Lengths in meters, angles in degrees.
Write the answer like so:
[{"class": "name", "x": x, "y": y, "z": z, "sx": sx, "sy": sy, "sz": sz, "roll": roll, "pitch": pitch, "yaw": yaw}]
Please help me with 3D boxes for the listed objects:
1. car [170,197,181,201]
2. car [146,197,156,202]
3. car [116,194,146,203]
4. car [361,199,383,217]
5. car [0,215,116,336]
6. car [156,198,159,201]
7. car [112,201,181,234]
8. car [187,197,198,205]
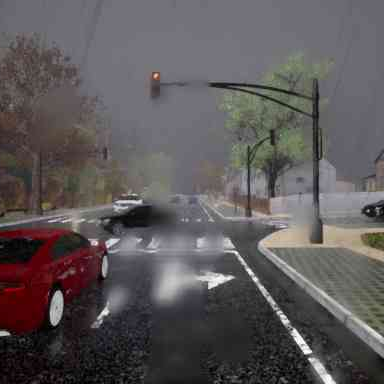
[{"class": "car", "x": -3.105, "y": 1.605, "z": 62.269, "sx": 2.033, "sy": 1.411, "sz": 5.357, "roll": 0, "pitch": 0, "yaw": 0}, {"class": "car", "x": -6.564, "y": 1.524, "z": 45.212, "sx": 2.128, "sy": 1.511, "sz": 4.902, "roll": 0, "pitch": 0, "yaw": 0}, {"class": "car", "x": -6.574, "y": 1.243, "z": 34.869, "sx": 2.150, "sy": 2.045, "sz": 5.566, "roll": 0, "pitch": 0, "yaw": 0}, {"class": "car", "x": 13.807, "y": 1.017, "z": 22.549, "sx": 4.181, "sy": 1.385, "sz": 1.994, "roll": -2, "pitch": -1, "yaw": -6}, {"class": "car", "x": -3.145, "y": 1.480, "z": 6.878, "sx": 1.882, "sy": 1.535, "sz": 5.008, "roll": 0, "pitch": 0, "yaw": 0}, {"class": "car", "x": -6.548, "y": 1.611, "z": 55.711, "sx": 1.994, "sy": 1.385, "sz": 4.181, "roll": 0, "pitch": 0, "yaw": 0}, {"class": "car", "x": -3.032, "y": 1.466, "z": 18.837, "sx": 4.674, "sy": 1.442, "sz": 1.812, "roll": -1, "pitch": -1, "yaw": -30}, {"class": "car", "x": 0.144, "y": 1.604, "z": 61.774, "sx": 2.033, "sy": 1.411, "sz": 5.357, "roll": 0, "pitch": 0, "yaw": 0}]
